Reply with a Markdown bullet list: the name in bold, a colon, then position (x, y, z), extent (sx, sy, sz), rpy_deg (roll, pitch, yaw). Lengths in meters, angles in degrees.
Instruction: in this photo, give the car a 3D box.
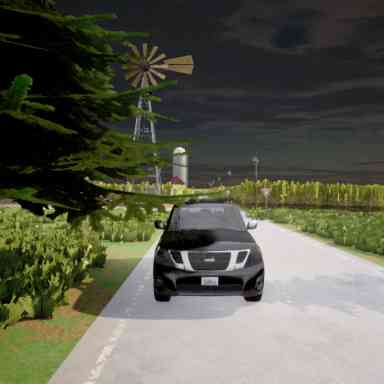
- **car**: position (0.330, 1.221, 8.638), extent (2.150, 2.045, 5.566), rpy_deg (0, 0, 0)
